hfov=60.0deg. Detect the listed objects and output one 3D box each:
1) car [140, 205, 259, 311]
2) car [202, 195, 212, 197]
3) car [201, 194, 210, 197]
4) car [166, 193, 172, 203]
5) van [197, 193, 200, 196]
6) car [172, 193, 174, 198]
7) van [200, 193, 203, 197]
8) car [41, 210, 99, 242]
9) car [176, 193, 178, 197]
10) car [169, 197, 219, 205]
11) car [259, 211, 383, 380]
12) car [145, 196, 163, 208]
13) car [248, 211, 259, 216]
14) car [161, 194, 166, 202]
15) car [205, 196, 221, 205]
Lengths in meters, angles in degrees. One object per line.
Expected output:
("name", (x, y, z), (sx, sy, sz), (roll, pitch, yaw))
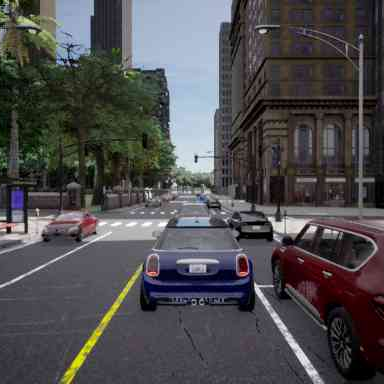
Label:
("car", (0.098, 1.351, 7.915), (2.097, 1.767, 4.553), (0, 0, 0))
("car", (2.734, 1.544, 48.125), (1.947, 1.339, 4.313), (0, 0, 0))
("car", (2.731, 1.499, 53.715), (1.752, 1.417, 4.829), (0, 0, 0))
("car", (-5.803, 1.396, 69.821), (1.967, 1.590, 4.097), (0, 0, 0))
("van", (2.717, 1.282, 80.647), (1.690, 1.788, 3.998), (0, 0, 0))
("car", (-5.806, 1.264, 75.242), (2.192, 1.841, 5.009), (0, 0, 0))
("van", (2.728, 1.310, 58.965), (1.690, 1.788, 3.998), (0, 0, 0))
("car", (-5.775, 1.578, 16.281), (1.802, 1.307, 4.206), (0, 0, 0))
("car", (-5.814, 1.239, 91.502), (2.192, 1.841, 5.009), (0, 0, 0))
("car", (0.091, 1.348, 17.449), (2.097, 1.767, 4.553), (0, 0, 0))
("car", (2.755, 1.314, 5.417), (2.192, 1.841, 5.009), (0, 0, 0))
("car", (-5.791, 1.529, 48.140), (2.008, 1.369, 4.403), (0, 0, 0))
("car", (2.750, 1.562, 16.267), (1.947, 1.339, 4.313), (0, 0, 0))
("car", (-5.795, 1.414, 53.560), (1.967, 1.590, 4.097), (0, 0, 0))
("car", (2.737, 1.548, 42.704), (1.947, 1.339, 4.313), (0, 0, 0))
